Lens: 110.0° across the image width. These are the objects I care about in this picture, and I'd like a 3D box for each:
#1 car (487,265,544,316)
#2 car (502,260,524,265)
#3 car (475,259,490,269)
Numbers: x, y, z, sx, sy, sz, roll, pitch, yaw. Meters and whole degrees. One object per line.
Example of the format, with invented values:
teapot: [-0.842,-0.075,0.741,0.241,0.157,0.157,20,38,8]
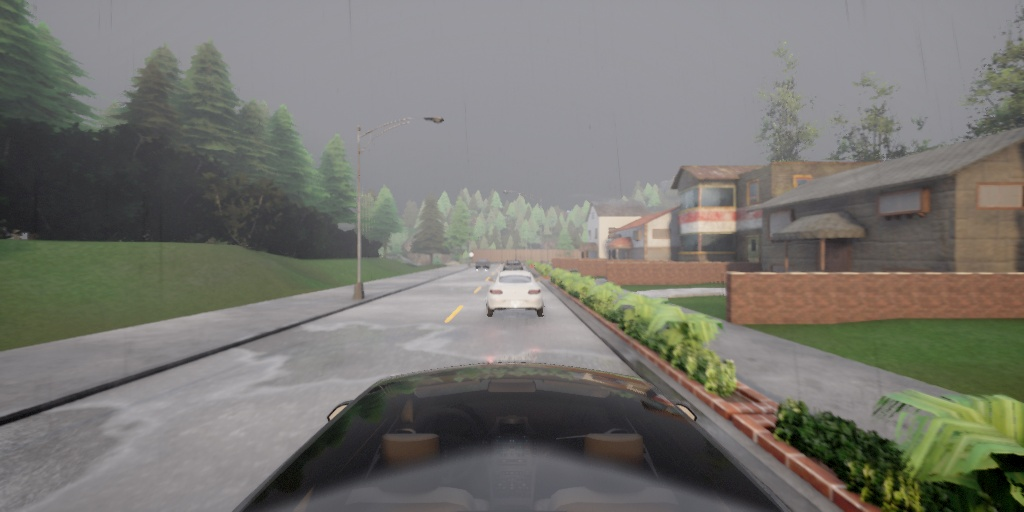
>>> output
car: [0.103,1.226,13.022,1.812,1.442,4.674,0,0,0]
car: [0.107,1.100,34.156,2.128,1.511,4.902,0,0,0]
car: [-3.990,1.087,49.750,2.033,1.411,5.357,0,0,0]
